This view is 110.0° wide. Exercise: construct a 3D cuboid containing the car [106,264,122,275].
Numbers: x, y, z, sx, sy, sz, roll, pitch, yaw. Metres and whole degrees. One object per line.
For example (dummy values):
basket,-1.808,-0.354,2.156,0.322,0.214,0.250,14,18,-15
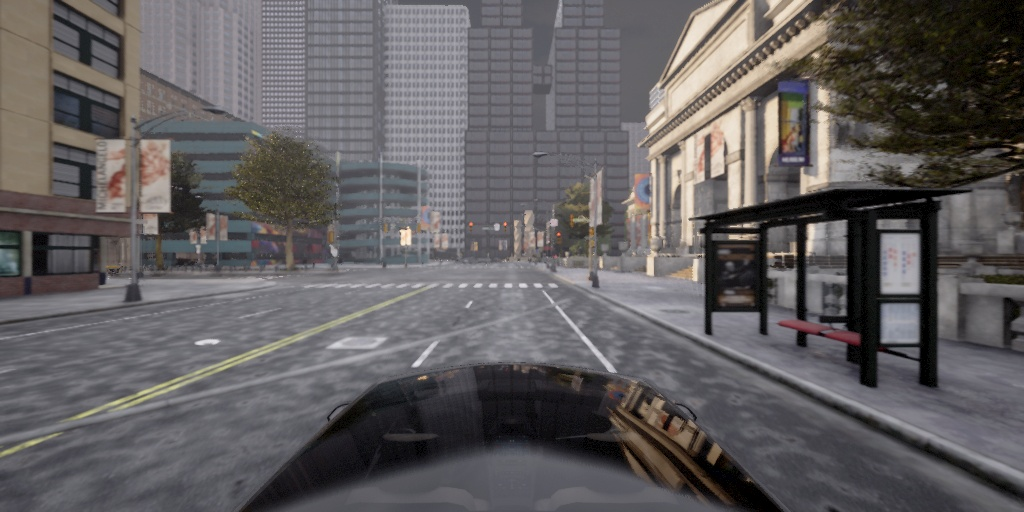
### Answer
car,-42.664,1.185,36.338,5.008,1.535,1.882,0,0,0
